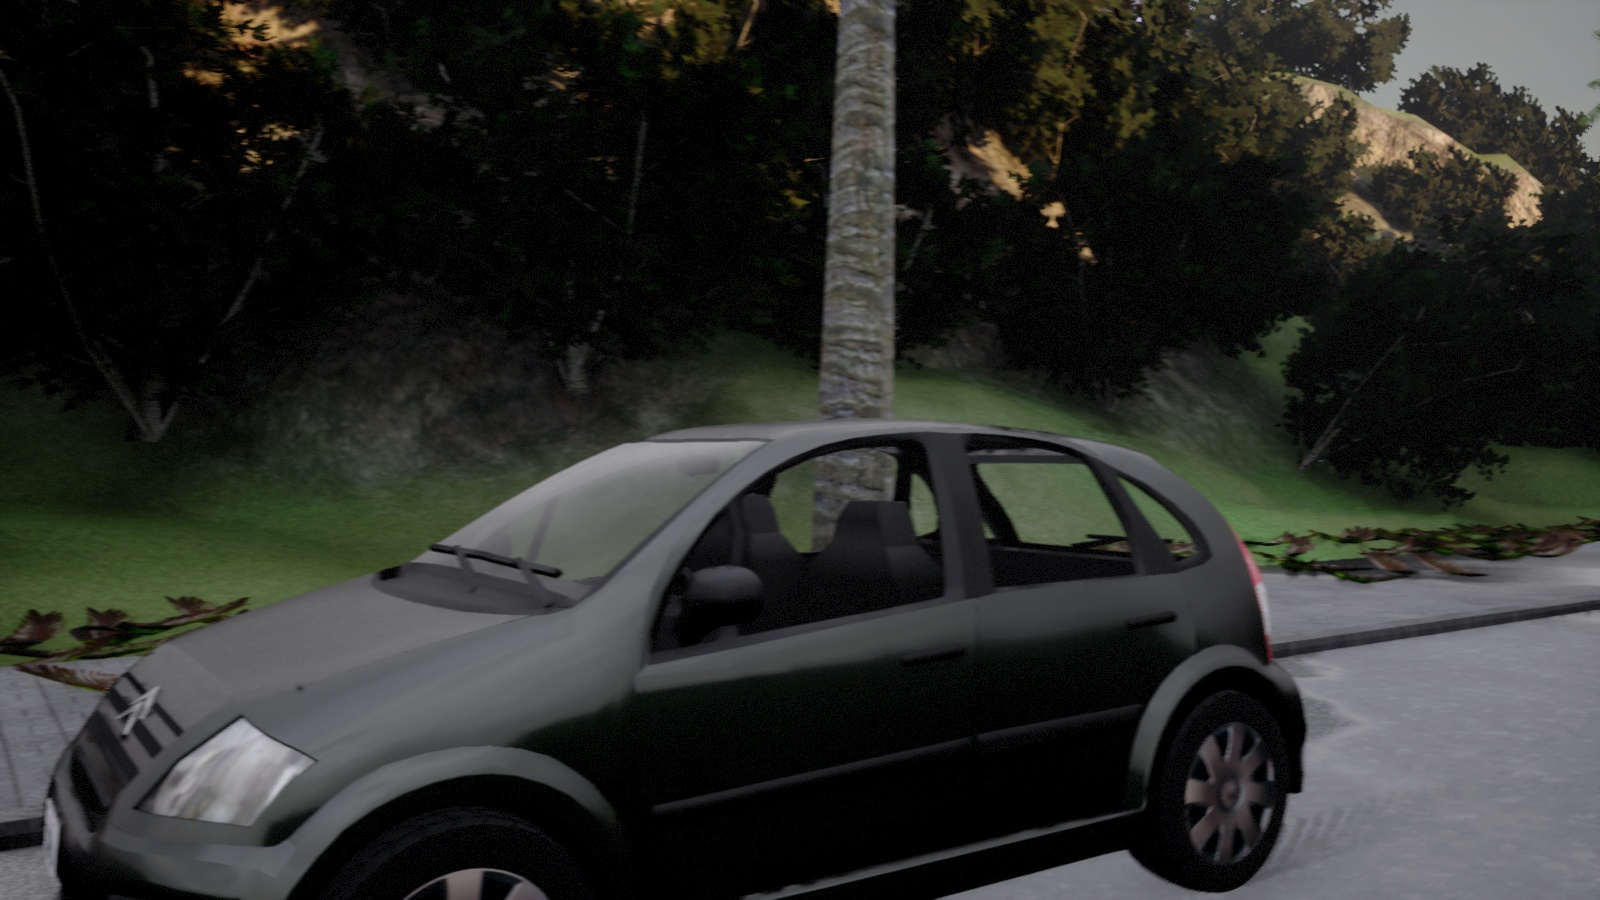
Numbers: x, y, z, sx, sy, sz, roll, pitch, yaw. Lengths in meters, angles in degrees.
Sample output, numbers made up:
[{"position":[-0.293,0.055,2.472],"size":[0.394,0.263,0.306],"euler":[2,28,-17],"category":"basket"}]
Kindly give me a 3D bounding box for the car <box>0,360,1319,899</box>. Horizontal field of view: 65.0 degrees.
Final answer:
[{"position":[-0.346,0.654,4.028],"size":[3.988,1.617,1.851],"euler":[0,0,-35],"category":"car"}]
